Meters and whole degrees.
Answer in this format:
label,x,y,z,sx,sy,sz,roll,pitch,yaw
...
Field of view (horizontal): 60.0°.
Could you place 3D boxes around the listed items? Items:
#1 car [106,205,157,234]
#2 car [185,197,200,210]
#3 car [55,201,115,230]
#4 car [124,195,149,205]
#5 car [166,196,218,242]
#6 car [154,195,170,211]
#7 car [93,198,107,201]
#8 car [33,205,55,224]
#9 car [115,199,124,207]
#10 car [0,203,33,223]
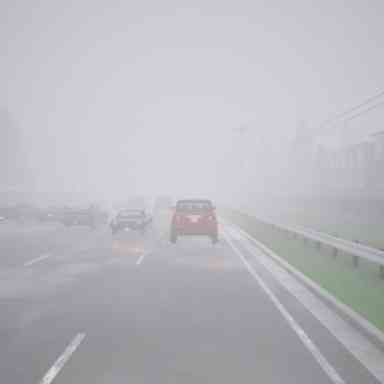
label,x,y,z,sx,sy,sz,roll,pitch,yaw
car,-3.405,1.693,19.686,1.895,1.301,4.718,0,0,0
car,0.088,1.578,48.371,2.097,1.767,4.553,0,0,0
car,-6.904,1.596,22.084,2.128,1.511,4.902,0,0,0
car,-6.909,1.425,43.145,2.150,2.045,5.566,0,0,0
car,0.097,1.303,16.850,2.150,2.045,5.566,0,0,0
car,-3.408,1.414,40.666,2.150,2.045,5.566,0,0,0
car,-13.911,1.714,50.758,1.882,1.535,5.008,0,0,0
car,-10.407,1.687,26.358,1.994,1.385,4.181,0,0,0
car,-10.412,1.721,49.007,2.128,1.511,4.902,0,0,0
car,-13.905,1.631,26.872,1.837,1.490,4.892,0,0,0
